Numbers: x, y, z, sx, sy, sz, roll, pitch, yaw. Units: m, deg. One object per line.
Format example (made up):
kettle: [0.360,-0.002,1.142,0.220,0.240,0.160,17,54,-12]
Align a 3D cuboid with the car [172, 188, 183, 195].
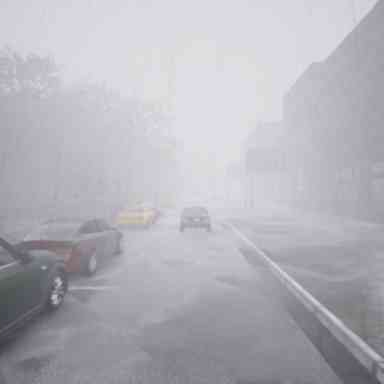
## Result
car: [-3.310,0.565,57.940,2.231,1.521,4.892,1,3,2]

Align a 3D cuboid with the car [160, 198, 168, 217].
car: [-3.497,1.482,27.932,2.002,1.452,4.674,0,0,3]

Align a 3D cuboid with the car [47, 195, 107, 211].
car: [-10.794,1.354,31.620,2.150,2.045,5.566,-3,-2,41]

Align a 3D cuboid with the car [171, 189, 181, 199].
car: [-3.339,0.817,52.206,1.946,1.575,5.366,1,2,2]

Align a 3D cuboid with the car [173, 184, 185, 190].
car: [-3.268,-0.204,69.052,2.185,1.767,4.553,0,4,3]

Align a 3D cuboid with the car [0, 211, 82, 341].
car: [-3.628,1.360,4.944,2.185,1.767,4.553,0,0,3]

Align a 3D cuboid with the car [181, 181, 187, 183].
car: [-3.133,-1.473,91.517,1.946,1.575,5.366,0,4,3]

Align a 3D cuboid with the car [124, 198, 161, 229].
car: [-3.524,1.461,21.795,1.946,1.575,5.366,0,1,3]

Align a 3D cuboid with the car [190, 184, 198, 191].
car: [0.474,-1.182,84.516,1.837,1.490,4.892,0,4,0]

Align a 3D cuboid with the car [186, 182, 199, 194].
car: [0.415,-0.652,74.070,2.150,2.045,5.566,0,4,0]

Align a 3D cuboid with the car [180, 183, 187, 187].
car: [-3.204,-0.765,80.205,2.231,1.521,4.892,0,4,3]

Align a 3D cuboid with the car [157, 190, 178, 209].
car: [-3.399,1.089,41.188,2.185,1.767,4.553,2,2,2]

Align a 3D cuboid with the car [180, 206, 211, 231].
car: [0.212,1.535,20.397,2.033,1.411,5.357,0,0,0]

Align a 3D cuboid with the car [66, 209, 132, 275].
car: [-3.606,1.538,10.548,2.163,1.488,4.792,-1,0,3]
